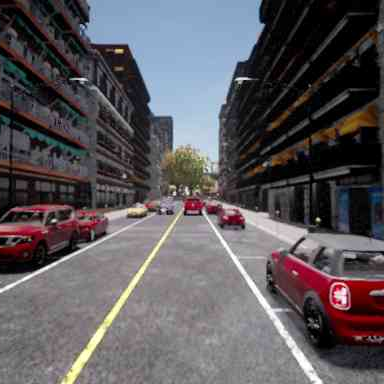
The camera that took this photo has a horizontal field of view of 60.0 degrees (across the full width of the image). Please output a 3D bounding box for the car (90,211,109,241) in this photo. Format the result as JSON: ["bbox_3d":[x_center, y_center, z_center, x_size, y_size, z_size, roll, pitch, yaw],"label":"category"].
[{"bbox_3d":[-5.666,1.722,17.710,1.887,1.381,4.507,1,-1,0],"label":"car"}]

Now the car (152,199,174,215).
[{"bbox_3d":[-3.069,1.877,38.604,2.128,1.511,4.902,0,-1,0],"label":"car"}]

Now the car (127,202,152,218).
[{"bbox_3d":[-5.628,1.871,34.628,1.752,1.417,4.829,1,-1,0],"label":"car"}]

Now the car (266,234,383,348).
[{"bbox_3d":[2.709,1.505,6.375,1.967,1.590,4.097,1,-1,0],"label":"car"}]

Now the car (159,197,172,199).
[{"bbox_3d":[-5.599,1.948,63.281,2.192,1.841,5.009,1,-1,0],"label":"car"}]

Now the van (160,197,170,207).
[{"bbox_3d":[-5.595,2.031,68.976,1.690,1.788,3.998,1,-1,0],"label":"van"}]

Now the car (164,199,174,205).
[{"bbox_3d":[-5.592,2.355,80.367,2.008,1.369,4.403,1,-1,0],"label":"car"}]

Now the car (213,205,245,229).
[{"bbox_3d":[2.718,1.817,23.462,1.802,1.307,4.206,1,-1,0],"label":"car"}]

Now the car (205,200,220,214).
[{"bbox_3d":[2.730,1.950,40.550,1.887,1.381,4.507,1,-1,0],"label":"car"}]

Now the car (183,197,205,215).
[{"bbox_3d":[0.121,1.622,40.010,2.150,2.045,5.566,0,0,0],"label":"car"}]

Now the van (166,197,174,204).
[{"bbox_3d":[-5.585,2.202,86.064,1.690,1.788,3.998,1,-1,0],"label":"van"}]

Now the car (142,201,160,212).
[{"bbox_3d":[-5.614,2.006,46.190,1.887,1.381,4.507,1,-1,0],"label":"car"}]

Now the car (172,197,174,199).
[{"bbox_3d":[-5.593,2.187,74.672,1.967,1.590,4.097,1,-1,0],"label":"car"}]

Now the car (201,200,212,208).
[{"bbox_3d":[2.745,2.178,63.335,1.887,1.381,4.507,1,-1,0],"label":"car"}]

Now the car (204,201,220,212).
[{"bbox_3d":[2.733,2.006,46.246,1.887,1.381,4.507,1,-1,0],"label":"car"}]

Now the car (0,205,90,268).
[{"bbox_3d":[-5.665,1.436,12.016,2.192,1.841,5.009,1,-1,0],"label":"car"}]
